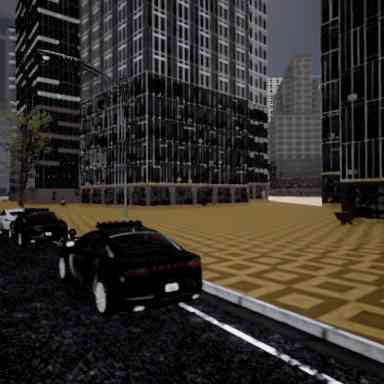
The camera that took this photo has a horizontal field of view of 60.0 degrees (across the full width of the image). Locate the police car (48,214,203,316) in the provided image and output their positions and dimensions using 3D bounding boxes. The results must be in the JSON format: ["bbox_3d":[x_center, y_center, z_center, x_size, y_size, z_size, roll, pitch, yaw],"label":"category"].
[{"bbox_3d":[-1.810,1.501,7.992,1.930,1.638,5.238,0,-1,-34],"label":"police car"}]

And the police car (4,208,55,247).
[{"bbox_3d":[-7.646,1.605,16.307,1.930,1.638,5.238,0,-1,-36],"label":"police car"}]

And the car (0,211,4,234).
[{"bbox_3d":[-11.188,1.767,21.130,1.812,1.442,4.674,0,-1,-37],"label":"car"}]
